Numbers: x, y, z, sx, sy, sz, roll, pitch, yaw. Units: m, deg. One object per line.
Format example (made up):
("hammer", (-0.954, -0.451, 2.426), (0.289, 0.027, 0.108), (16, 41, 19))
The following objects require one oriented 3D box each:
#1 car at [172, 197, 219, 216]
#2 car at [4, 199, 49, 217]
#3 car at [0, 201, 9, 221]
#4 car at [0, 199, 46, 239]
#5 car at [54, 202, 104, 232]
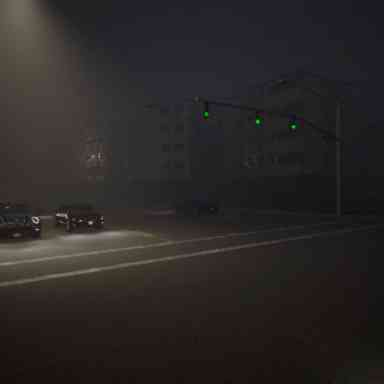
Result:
("car", (0.199, 1.147, 28.138), (1.882, 1.535, 5.008), (-1, 1, -35))
("car", (-15.194, 1.388, 30.353), (2.033, 1.411, 5.357), (-2, 1, -45))
("car", (-16.081, 1.435, 26.106), (1.812, 1.442, 4.674), (-1, 1, -44))
("car", (-8.851, 1.291, 16.401), (2.097, 1.767, 4.553), (-1, 1, -33))
("car", (-6.710, 1.377, 19.453), (1.837, 1.490, 4.892), (-1, 1, -35))
